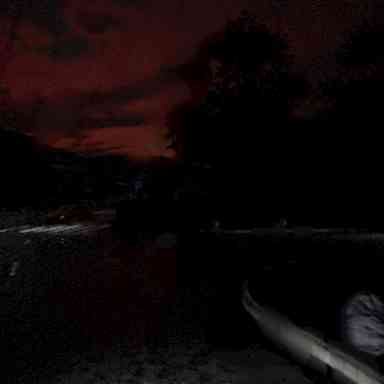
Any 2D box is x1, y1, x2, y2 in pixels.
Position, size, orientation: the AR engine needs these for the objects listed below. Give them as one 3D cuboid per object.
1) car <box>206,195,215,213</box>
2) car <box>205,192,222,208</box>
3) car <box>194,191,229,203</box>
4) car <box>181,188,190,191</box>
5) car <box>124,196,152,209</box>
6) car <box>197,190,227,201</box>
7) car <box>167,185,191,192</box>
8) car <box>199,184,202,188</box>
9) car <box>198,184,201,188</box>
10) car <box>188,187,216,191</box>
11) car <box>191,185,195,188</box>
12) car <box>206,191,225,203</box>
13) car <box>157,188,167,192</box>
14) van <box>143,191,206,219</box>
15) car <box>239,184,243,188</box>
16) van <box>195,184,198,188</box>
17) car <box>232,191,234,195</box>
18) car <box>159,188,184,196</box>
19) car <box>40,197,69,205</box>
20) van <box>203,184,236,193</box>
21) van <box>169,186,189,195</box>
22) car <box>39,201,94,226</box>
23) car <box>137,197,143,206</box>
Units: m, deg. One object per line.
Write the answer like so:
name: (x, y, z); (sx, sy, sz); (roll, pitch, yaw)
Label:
car: (-0.707, 1.396, 30.760); (4.792, 1.488, 2.163); (-2, 2, 12)
car: (0.452, 1.178, 36.185); (4.792, 1.488, 2.163); (-2, 2, 12)
car: (2.740, 0.759, 47.039); (4.674, 1.452, 2.002); (-2, 2, 12)
car: (-0.090, 0.575, 57.625); (1.994, 1.385, 4.181); (-2, 2, 12)
car: (-6.836, 1.340, 42.522); (1.895, 1.301, 4.718); (-2, 2, 12)
car: (1.587, 0.933, 41.612); (5.008, 1.535, 2.097); (-2, 2, 12)
car: (-2.453, 0.222, 62.626); (2.150, 2.045, 5.566); (-2, 2, 12)
car: (-0.322, -0.662, 95.268); (4.674, 1.452, 2.002); (-2, 2, 12)
car: (-0.877, -0.554, 92.517); (4.792, 1.488, 2.163); (-2, 2, 12)
car: (2.187, 0.700, 44.315); (4.553, 1.767, 2.185); (-2, 2, 12)
car: (-2.669, -0.249, 84.304); (5.008, 1.535, 2.097); (-2, 2, 12)
car: (0.996, 1.043, 38.902); (4.892, 1.521, 2.231); (-2, 2, 12)
car: (-5.043, -0.069, 73.343); (5.566, 2.045, 2.435); (-2, 2, 12)
van: (-1.439, 1.254, 28.072); (4.442, 1.987, 1.878); (-2, 2, 12)
car: (9.660, -0.811, 79.584); (5.566, 2.045, 2.435); (-2, 2, 12)
van: (-1.387, -0.700, 89.752); (4.442, 1.987, 1.878); (-2, 2, 12)
car: (3.316, 0.611, 49.751); (5.008, 1.535, 2.097); (-2, 2, 12)
car: (-4.601, 0.076, 76.124); (5.366, 1.575, 1.946); (-2, 2, 12)
car: (-17.379, 1.377, 42.644); (2.097, 1.767, 4.553); (-2, 1, 12)
van: (4.586, 0.169, 55.144); (4.442, 1.987, 1.878); (-2, 2, 12)
van: (-3.143, -0.371, 81.532); (4.442, 1.987, 1.878); (-2, 2, 12)
car: (-10.036, 1.806, 27.570); (1.882, 1.535, 5.008); (-2, 2, 12)
car: (-4.815, 1.389, 35.611); (1.837, 1.490, 4.892); (-2, 2, 12)
